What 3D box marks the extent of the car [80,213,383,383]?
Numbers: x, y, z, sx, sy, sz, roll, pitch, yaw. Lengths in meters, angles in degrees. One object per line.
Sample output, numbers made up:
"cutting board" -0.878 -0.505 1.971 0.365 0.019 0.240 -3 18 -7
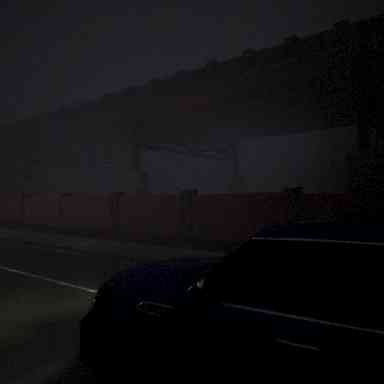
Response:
"car" 1.393 1.225 2.998 5.566 2.045 2.150 0 0 36
